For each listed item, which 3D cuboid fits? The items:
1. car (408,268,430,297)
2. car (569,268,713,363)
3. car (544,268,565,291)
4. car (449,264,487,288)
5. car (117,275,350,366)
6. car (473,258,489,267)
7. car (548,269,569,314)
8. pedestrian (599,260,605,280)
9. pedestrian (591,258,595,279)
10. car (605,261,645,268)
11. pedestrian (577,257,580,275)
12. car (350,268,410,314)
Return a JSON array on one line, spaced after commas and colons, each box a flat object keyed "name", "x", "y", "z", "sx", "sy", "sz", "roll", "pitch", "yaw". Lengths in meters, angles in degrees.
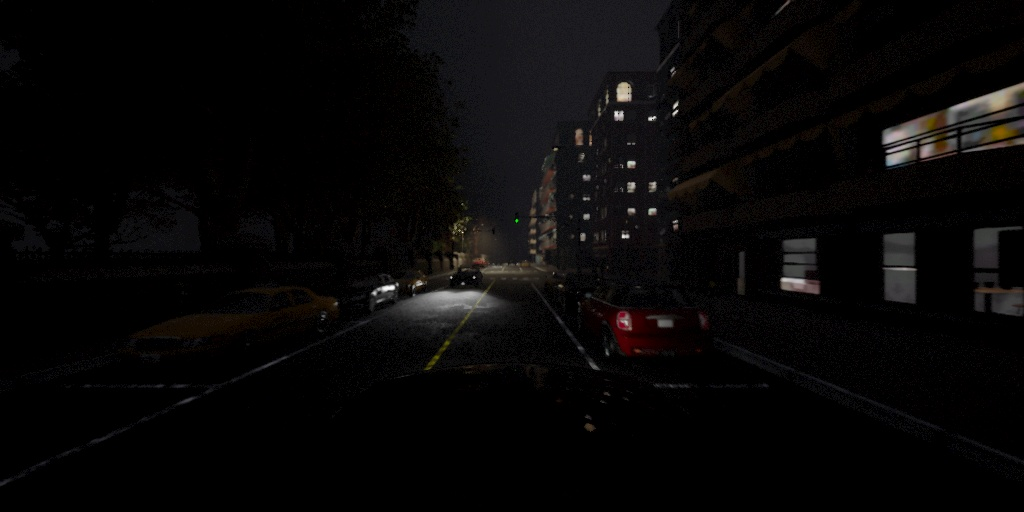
[{"name": "car", "x": -5.687, "y": 1.335, "z": 19.312, "sx": 1.751, "sy": 1.417, "sz": 4.829, "roll": 0, "pitch": 0, "yaw": 0}, {"name": "car", "x": 2.692, "y": 1.210, "z": 8.221, "sx": 1.967, "sy": 1.591, "sz": 4.097, "roll": 0, "pitch": 0, "yaw": 0}, {"name": "car", "x": 2.693, "y": 1.334, "z": 19.653, "sx": 1.751, "sy": 1.417, "sz": 4.829, "roll": 0, "pitch": 0, "yaw": 0}, {"name": "car", "x": -3.051, "y": 1.428, "z": 24.559, "sx": 1.895, "sy": 1.301, "sz": 4.718, "roll": 0, "pitch": 0, "yaw": 0}, {"name": "car", "x": -5.688, "y": 1.296, "z": 8.052, "sx": 1.751, "sy": 1.417, "sz": 4.829, "roll": 0, "pitch": 0, "yaw": 0}, {"name": "car", "x": -5.682, "y": 1.289, "z": 63.048, "sx": 2.192, "sy": 1.841, "sz": 5.009, "roll": 0, "pitch": 0, "yaw": 0}, {"name": "car", "x": 2.693, "y": 1.355, "z": 13.852, "sx": 1.948, "sy": 1.339, "sz": 4.313, "roll": 0, "pitch": 0, "yaw": 0}, {"name": "pedestrian", "x": 8.139, "y": 1.226, "z": 32.270, "sx": 0.375, "sy": 1.860, "sz": 0.375, "roll": 0, "pitch": 0, "yaw": 0}, {"name": "pedestrian", "x": 7.139, "y": 1.069, "z": 31.671, "sx": 0.375, "sy": 1.860, "sz": 0.375, "roll": 0, "pitch": 0, "yaw": 0}, {"name": "car", "x": 14.604, "y": 1.495, "z": 46.460, "sx": 5.009, "sy": 1.841, "sz": 2.192, "roll": 0, "pitch": 0, "yaw": 0}, {"name": "pedestrian", "x": 6.133, "y": 1.001, "z": 32.870, "sx": 0.375, "sy": 1.860, "sz": 0.375, "roll": 0, "pitch": 0, "yaw": 0}, {"name": "car", "x": -5.687, "y": 1.340, "z": 13.852, "sx": 2.007, "sy": 1.370, "sz": 4.403, "roll": 0, "pitch": 0, "yaw": 0}]
